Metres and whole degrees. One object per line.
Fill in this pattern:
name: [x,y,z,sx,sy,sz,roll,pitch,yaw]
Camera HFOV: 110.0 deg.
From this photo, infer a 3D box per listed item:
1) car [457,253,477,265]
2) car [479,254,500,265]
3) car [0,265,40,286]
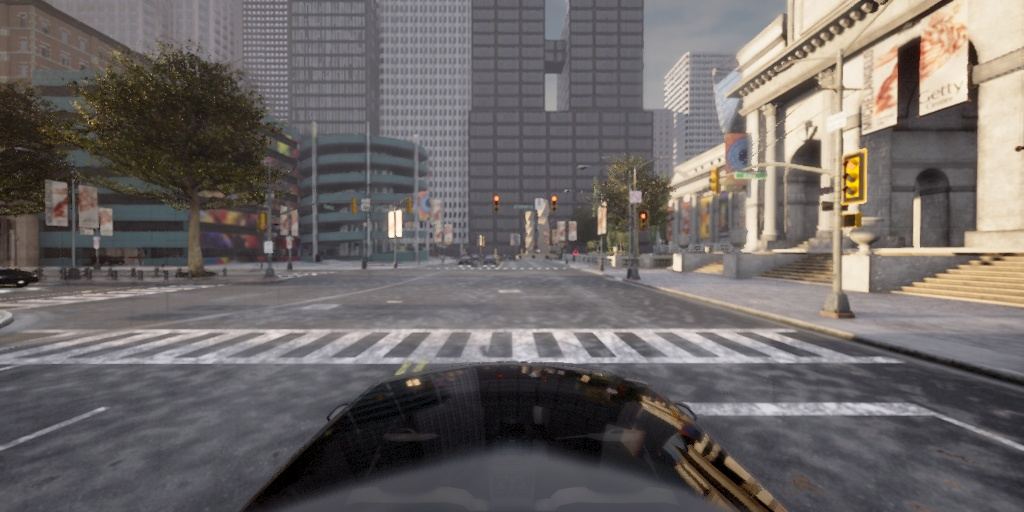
car: [-6.978,0.656,54.795,2.033,1.411,5.357,0,1,0]
car: [-3.477,0.642,55.963,2.033,1.411,5.357,0,1,0]
car: [-30.248,1.070,20.150,5.357,1.411,2.033,0,1,0]
